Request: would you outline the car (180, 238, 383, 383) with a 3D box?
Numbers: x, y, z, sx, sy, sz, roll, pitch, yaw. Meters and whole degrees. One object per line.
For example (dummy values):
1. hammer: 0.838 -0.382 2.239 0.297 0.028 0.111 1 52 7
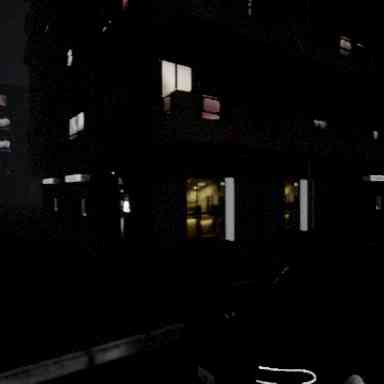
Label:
1. car: 2.167 1.470 4.602 5.008 1.535 1.882 0 0 -35
